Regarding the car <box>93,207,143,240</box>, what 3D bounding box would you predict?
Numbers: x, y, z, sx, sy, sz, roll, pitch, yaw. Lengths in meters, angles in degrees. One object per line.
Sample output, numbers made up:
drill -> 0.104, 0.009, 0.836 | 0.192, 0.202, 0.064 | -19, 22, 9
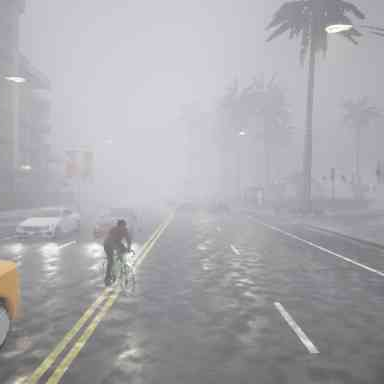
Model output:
car -> -3.682, 1.527, 17.220 | 1.812, 1.442, 4.674 | 0, 1, 0

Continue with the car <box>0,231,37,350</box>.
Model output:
car -> -3.617, 1.478, 3.181 | 1.882, 1.535, 5.008 | 0, 0, 0

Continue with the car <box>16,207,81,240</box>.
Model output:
car -> -7.180, 1.527, 17.149 | 1.812, 1.442, 4.674 | 0, 1, 0

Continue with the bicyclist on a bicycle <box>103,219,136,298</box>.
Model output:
bicyclist on a bicycle -> -1.651, 1.417, 7.400 | 0.582, 1.620, 1.656 | 1, 0, -37

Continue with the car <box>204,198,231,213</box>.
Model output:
car -> 2.881, 1.601, 36.966 | 1.895, 1.301, 4.718 | 0, 0, -6

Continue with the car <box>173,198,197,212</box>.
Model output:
car -> -0.887, 1.526, 38.646 | 1.812, 1.442, 4.674 | 0, 0, -7

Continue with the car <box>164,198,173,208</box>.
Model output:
car -> -2.791, 1.526, 48.343 | 1.812, 1.442, 4.674 | 0, 0, -16

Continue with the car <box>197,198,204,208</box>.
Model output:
car -> 1.264, 1.547, 46.945 | 2.033, 1.411, 5.357 | 0, 0, -14
